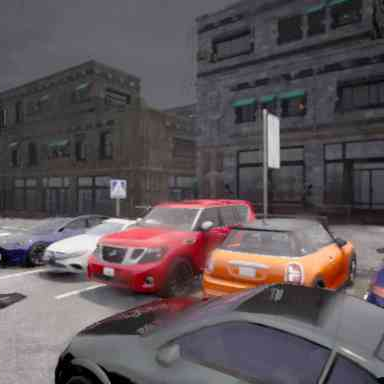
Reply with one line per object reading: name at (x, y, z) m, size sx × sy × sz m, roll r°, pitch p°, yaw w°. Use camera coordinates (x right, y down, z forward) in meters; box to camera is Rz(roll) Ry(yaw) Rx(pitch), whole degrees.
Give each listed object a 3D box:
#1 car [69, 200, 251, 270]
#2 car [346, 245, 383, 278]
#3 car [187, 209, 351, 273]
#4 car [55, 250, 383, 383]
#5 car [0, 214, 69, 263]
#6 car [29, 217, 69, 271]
car at (-0.077, 1.263, 8.976) m, size 2.435 × 2.045 × 5.566 m, roll 0°, pitch 0°, yaw 36°
car at (4.323, 1.518, 5.868) m, size 2.002 × 1.452 × 4.674 m, roll 0°, pitch 0°, yaw 36°
car at (2.166, 1.370, 7.371) m, size 2.185 × 1.767 × 4.553 m, roll 0°, pitch 0°, yaw 36°
car at (0.662, 1.571, 2.906) m, size 4.181 × 1.385 × 1.994 m, roll 0°, pitch 0°, yaw 35°
car at (-4.567, 1.578, 12.178) m, size 2.163 × 1.488 × 4.792 m, roll 0°, pitch 0°, yaw 36°
car at (-2.304, 1.572, 10.602) m, size 2.002 × 1.452 × 4.674 m, roll 0°, pitch 0°, yaw 36°
